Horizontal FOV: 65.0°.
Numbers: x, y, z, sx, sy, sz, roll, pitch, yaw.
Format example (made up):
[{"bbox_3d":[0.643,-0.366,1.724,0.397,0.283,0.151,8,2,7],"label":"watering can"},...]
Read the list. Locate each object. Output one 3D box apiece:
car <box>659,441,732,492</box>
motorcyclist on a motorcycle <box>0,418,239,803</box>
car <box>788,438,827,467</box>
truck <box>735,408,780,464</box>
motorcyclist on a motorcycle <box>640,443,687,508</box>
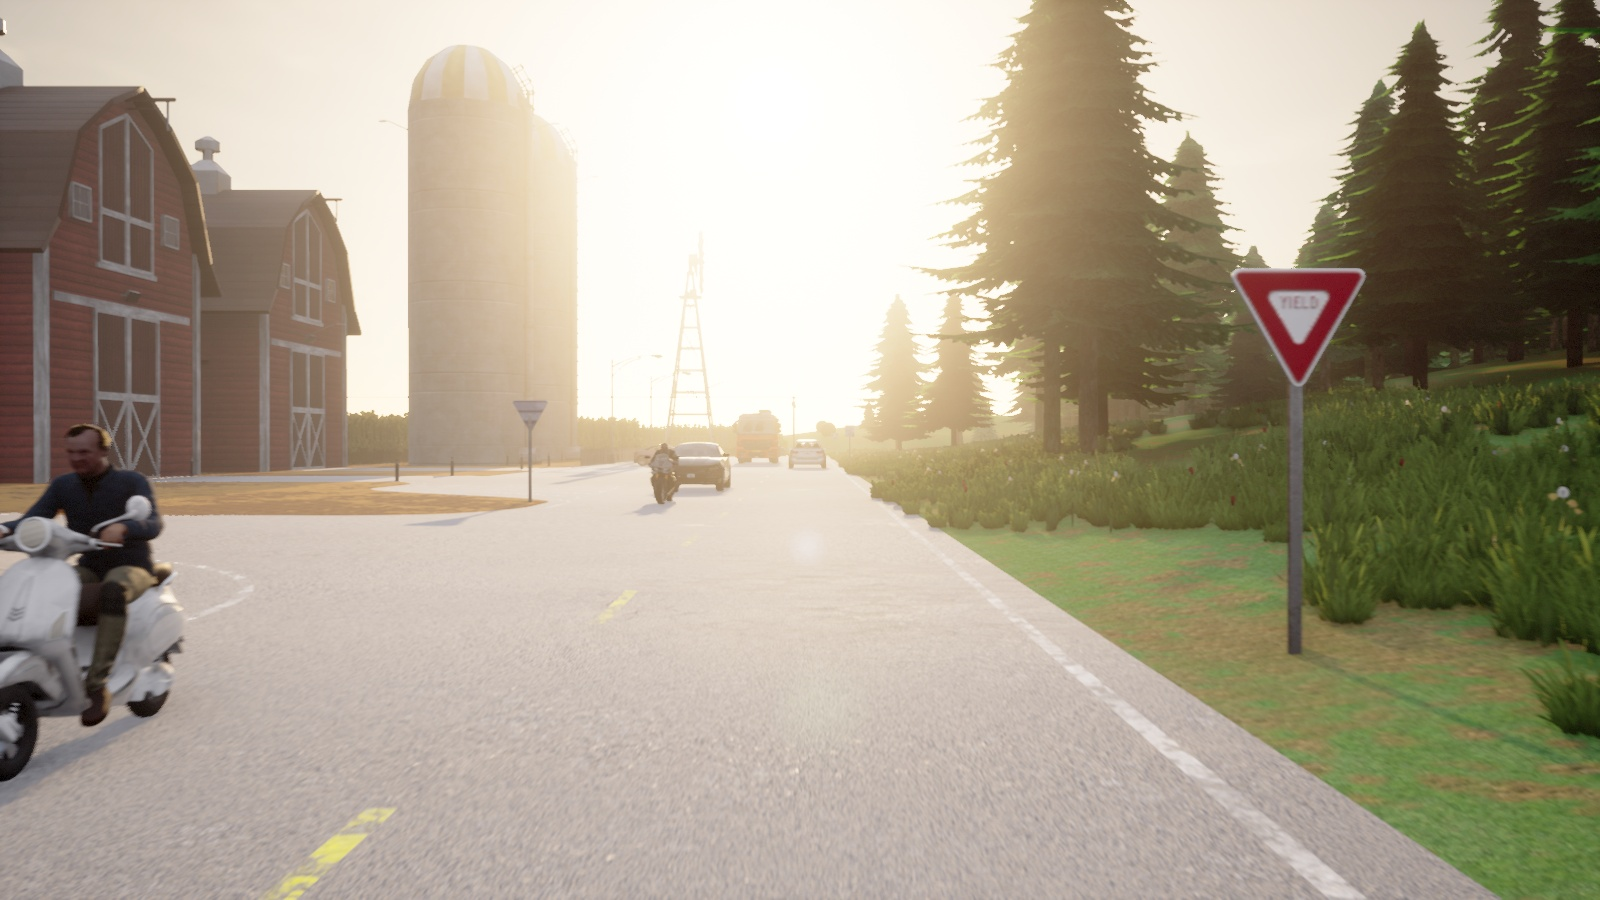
[{"bbox_3d":[-3.258,0.479,39.976,1.882,1.535,5.008,0,0,0],"label":"car"},{"bbox_3d":[-3.539,0.660,6.085,0.866,1.590,1.817,0,0,-2],"label":"motorcyclist on a motorcycle"},{"bbox_3d":[0.435,0.142,73.910,2.242,1.667,4.611,0,0,0],"label":"car"},{"bbox_3d":[-2.969,-0.971,90.602,2.891,3.827,8.468,0,0,0],"label":"truck"},{"bbox_3d":[-3.334,0.591,30.860,0.866,1.530,2.191,0,1,1],"label":"motorcyclist on a motorcycle"}]
